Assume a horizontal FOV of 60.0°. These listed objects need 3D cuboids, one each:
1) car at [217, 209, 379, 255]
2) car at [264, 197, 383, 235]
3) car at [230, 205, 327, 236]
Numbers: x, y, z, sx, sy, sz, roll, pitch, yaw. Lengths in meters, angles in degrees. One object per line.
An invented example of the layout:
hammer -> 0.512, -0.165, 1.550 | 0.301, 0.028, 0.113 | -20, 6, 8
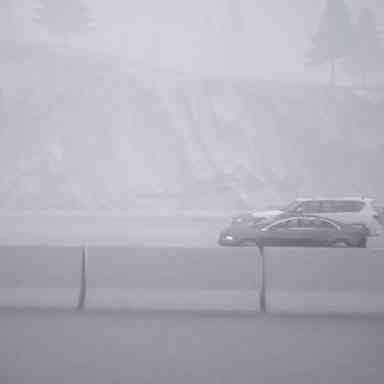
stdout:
car -> 3.328, 1.505, 11.478 | 4.902, 1.511, 2.128 | 0, 0, 3
car -> 5.365, 1.244, 14.909 | 5.566, 2.045, 2.150 | 0, 0, 4
car -> 4.607, 1.511, 18.423 | 4.902, 1.511, 2.128 | 0, 0, 3
